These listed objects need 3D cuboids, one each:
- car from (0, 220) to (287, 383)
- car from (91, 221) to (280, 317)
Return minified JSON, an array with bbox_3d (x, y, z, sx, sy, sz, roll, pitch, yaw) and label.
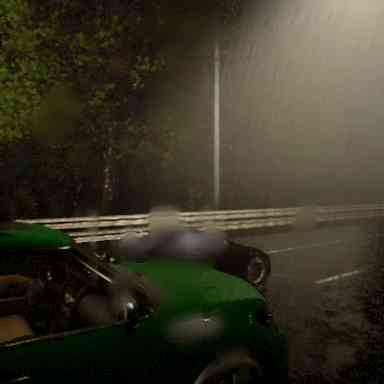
[{"bbox_3d":[-1.712,1.222,2.533,5.566,2.045,2.150,0,0,-36],"label":"car"},{"bbox_3d":[-0.038,1.565,8.042,4.181,1.385,1.994,0,0,-36],"label":"car"}]
